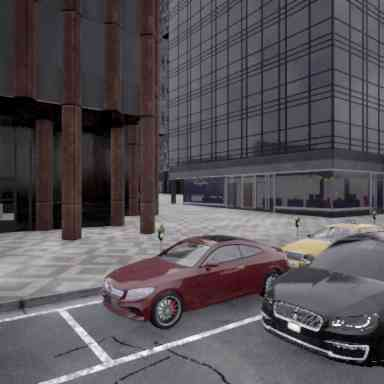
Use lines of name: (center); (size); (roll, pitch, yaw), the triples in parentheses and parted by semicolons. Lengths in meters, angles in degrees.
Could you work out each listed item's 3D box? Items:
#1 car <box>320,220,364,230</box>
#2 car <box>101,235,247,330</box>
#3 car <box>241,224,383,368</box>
car: (4.558, 1.537, 9.935); (4.829, 1.417, 1.752); (0, 0, -36)
car: (0.279, 1.587, 6.862); (4.206, 1.307, 1.802); (0, 0, -36)
car: (3.303, 1.512, 5.756); (4.892, 1.490, 1.837); (0, 0, -36)
